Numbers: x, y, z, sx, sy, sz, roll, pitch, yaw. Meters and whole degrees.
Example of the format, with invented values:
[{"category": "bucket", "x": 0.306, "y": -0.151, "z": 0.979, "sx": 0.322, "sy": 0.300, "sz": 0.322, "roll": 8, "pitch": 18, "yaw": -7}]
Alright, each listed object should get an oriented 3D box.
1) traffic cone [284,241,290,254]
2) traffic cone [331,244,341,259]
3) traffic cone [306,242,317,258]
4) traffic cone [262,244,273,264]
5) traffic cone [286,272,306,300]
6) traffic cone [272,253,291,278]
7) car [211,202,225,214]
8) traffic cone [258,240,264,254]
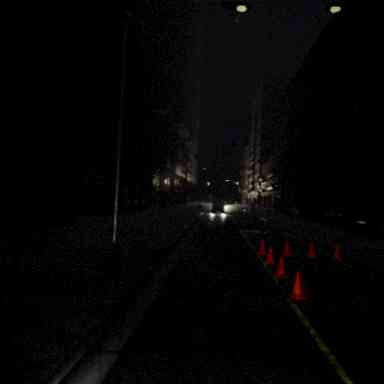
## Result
[{"category": "traffic cone", "x": 3.919, "y": 2.317, "z": 13.714, "sx": 0.340, "sy": 0.580, "sz": 0.340, "roll": 3, "pitch": -1, "yaw": 4}, {"category": "traffic cone", "x": 5.911, "y": 2.416, "z": 13.565, "sx": 0.340, "sy": 0.580, "sz": 0.340, "roll": 3, "pitch": -1, "yaw": 4}, {"category": "traffic cone", "x": 4.914, "y": 2.366, "z": 13.640, "sx": 0.340, "sy": 0.580, "sz": 0.340, "roll": 3, "pitch": -1, "yaw": 4}, {"category": "traffic cone", "x": 2.775, "y": 2.236, "z": 11.795, "sx": 0.340, "sy": 0.580, "sz": 0.340, "roll": 3, "pitch": -1, "yaw": 4}, {"category": "traffic cone", "x": 2.478, "y": 2.173, "z": 7.807, "sx": 0.340, "sy": 0.580, "sz": 0.340, "roll": 3, "pitch": -1, "yaw": 4}, {"category": "traffic cone", "x": 2.626, "y": 2.205, "z": 9.801, "sx": 0.340, "sy": 0.580, "sz": 0.340, "roll": 3, "pitch": -1, "yaw": 4}, {"category": "car", "x": 3.743, "y": 2.250, "z": 47.708, "sx": 1.882, "sy": 1.535, "sz": 5.008, "roll": 3, "pitch": -1, "yaw": 4}, {"category": "traffic cone", "x": 2.923, "y": 2.267, "z": 13.789, "sx": 0.340, "sy": 0.580, "sz": 0.340, "roll": 3, "pitch": -1, "yaw": 4}]
